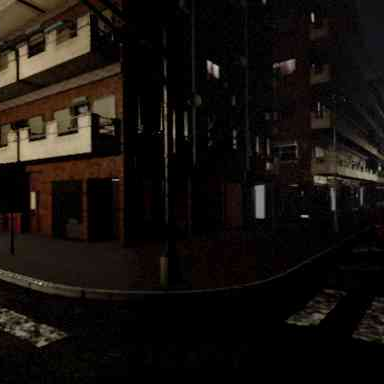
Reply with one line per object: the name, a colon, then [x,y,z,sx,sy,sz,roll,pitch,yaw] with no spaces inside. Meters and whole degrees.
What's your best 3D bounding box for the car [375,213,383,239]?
car: [10.209,1.511,16.389,1.887,1.381,4.507,-1,0,36]
